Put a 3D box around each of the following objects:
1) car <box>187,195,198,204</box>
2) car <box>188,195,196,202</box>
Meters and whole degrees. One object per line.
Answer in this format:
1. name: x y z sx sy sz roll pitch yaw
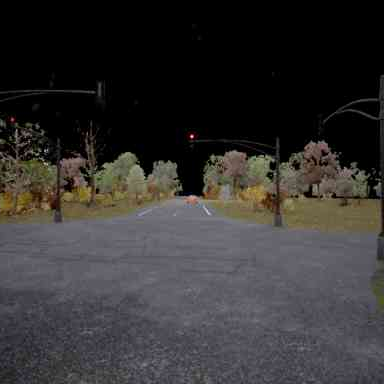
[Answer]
1. car: 0.070 1.424 67.959 2.097 1.767 4.553 0 0 0
2. car: 0.080 1.449 77.994 1.812 1.442 4.674 0 0 0
